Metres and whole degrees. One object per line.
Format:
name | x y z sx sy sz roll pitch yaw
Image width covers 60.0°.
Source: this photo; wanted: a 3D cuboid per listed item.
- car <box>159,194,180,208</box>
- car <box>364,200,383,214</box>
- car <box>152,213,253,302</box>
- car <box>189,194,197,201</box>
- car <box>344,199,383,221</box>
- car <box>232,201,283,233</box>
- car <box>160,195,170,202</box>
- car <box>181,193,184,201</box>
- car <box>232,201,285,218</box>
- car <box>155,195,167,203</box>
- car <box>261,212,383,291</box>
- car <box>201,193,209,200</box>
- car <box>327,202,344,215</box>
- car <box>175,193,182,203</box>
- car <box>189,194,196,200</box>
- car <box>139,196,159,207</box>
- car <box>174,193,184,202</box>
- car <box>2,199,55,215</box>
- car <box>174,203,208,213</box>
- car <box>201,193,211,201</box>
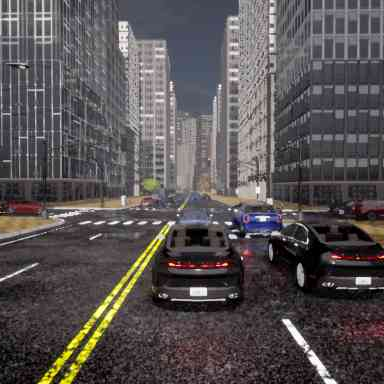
car | -3.208 1.471 48.286 1.837 1.490 4.892 0 0 0
car | 21.910 1.643 36.792 4.829 1.417 1.752 1 0 1
car | 0.120 1.501 8.255 1.837 1.490 4.892 0 0 0
car | 0.218 1.396 79.355 1.882 1.535 5.008 0 0 0
car | 16.279 1.519 28.521 5.009 1.841 2.192 1 0 1
car | 3.397 1.342 18.044 2.097 1.767 4.553 0 0 0
car | -6.287 1.453 77.938 1.812 1.442 4.674 0 0 0
car | -3.089 1.469 67.446 1.812 1.442 4.674 0 0 1
car | 6.181 1.599 31.312 4.674 1.442 1.812 1 1 1
car | -6.333 1.420 67.668 1.882 1.535 5.008 0 0 0
car | 3.375 1.500 8.961 1.837 1.490 4.892 0 0 0
car | 3.496 1.097 89.733 2.097 1.767 4.553 0 0 0
car | 16.521 1.617 34.301 4.892 1.490 1.837 1 1 1
car | -3.176 1.460 57.625 1.837 1.490 4.892 0 0 0
car | 0.246 1.220 89.772 1.882 1.535 5.008 0 0 0
car | -6.454 1.491 49.059 1.812 1.442 4.674 0 0 2
car | -3.037 1.154 77.898 2.150 2.045 5.566 0 0 0
car | -15.615 1.402 31.809 4.674 1.442 1.812 1 1 -1
car | 0.149 1.538 17.810 2.033 1.411 5.357 0 0 0
car | 3.468 1.396 79.344 1.882 1.535 5.008 0 0 0
